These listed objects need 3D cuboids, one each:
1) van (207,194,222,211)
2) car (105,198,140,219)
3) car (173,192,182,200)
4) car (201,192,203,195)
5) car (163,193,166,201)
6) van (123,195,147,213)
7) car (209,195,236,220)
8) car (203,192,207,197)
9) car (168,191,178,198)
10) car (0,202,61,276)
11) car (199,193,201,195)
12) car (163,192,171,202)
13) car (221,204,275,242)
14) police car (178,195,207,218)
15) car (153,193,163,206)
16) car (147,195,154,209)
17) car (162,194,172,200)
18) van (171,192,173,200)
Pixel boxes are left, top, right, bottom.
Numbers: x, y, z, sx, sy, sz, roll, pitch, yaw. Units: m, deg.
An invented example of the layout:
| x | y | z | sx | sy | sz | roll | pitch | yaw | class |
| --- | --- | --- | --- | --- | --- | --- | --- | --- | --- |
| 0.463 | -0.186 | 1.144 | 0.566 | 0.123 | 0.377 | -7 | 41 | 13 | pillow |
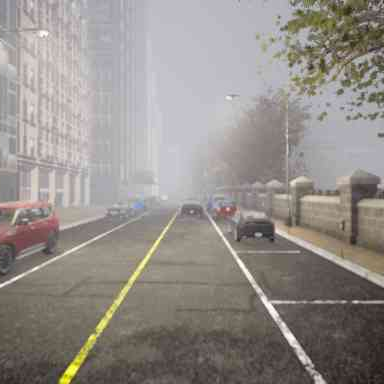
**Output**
| x | y | z | sx | sy | sz | roll | pitch | yaw | class |
| --- | --- | --- | --- | --- | --- | --- | --- | --- | --- |
| 2.694 | 1.197 | 32.327 | 1.690 | 1.788 | 3.998 | 0 | 0 | 0 | van |
| -5.832 | 1.432 | 27.032 | 2.008 | 1.369 | 4.403 | 0 | 0 | 0 | car |
| -2.999 | 1.003 | 73.323 | 1.812 | 1.442 | 4.674 | 0 | 0 | 0 | car |
| 2.690 | 1.251 | 65.690 | 1.802 | 1.307 | 4.206 | 0 | 0 | 0 | car |
| -5.834 | 1.300 | 54.835 | 1.947 | 1.339 | 4.313 | 0 | 0 | 0 | car |
| -5.831 | 1.196 | 32.592 | 1.690 | 1.788 | 3.998 | 0 | 0 | 0 | van |
| 2.694 | 1.323 | 26.768 | 1.967 | 1.590 | 4.097 | 0 | 0 | 0 | car |
| 2.694 | 1.143 | 37.887 | 2.192 | 1.841 | 5.009 | 0 | 0 | 0 | car |
| -5.301 | 0.802 | 93.125 | 2.192 | 1.841 | 5.009 | 1 | 0 | 2 | car |
| -5.829 | 1.271 | 10.350 | 2.192 | 1.841 | 5.009 | 0 | 0 | 0 | car |
| -0.005 | 1.328 | 57.746 | 2.033 | 1.411 | 5.357 | 0 | 0 | 0 | car |
| -5.699 | 1.194 | 65.785 | 1.752 | 1.417 | 4.829 | 0 | 0 | 0 | car |
| 2.694 | 1.484 | 15.649 | 2.008 | 1.369 | 4.403 | 0 | 0 | 0 | car |
| 0.006 | 1.340 | 28.855 | 1.930 | 1.638 | 5.238 | 0 | 0 | 0 | police car |
| -5.833 | 1.206 | 49.275 | 1.967 | 1.590 | 4.097 | 0 | 0 | 0 | car |
| -5.833 | 1.392 | 38.154 | 1.947 | 1.339 | 4.313 | 0 | 0 | 0 | car |
| -5.660 | 1.164 | 77.058 | 1.947 | 1.339 | 4.313 | 1 | 0 | 1 | car |
| -5.689 | 0.974 | 71.514 | 1.690 | 1.788 | 3.998 | 1 | 0 | 0 | van |
